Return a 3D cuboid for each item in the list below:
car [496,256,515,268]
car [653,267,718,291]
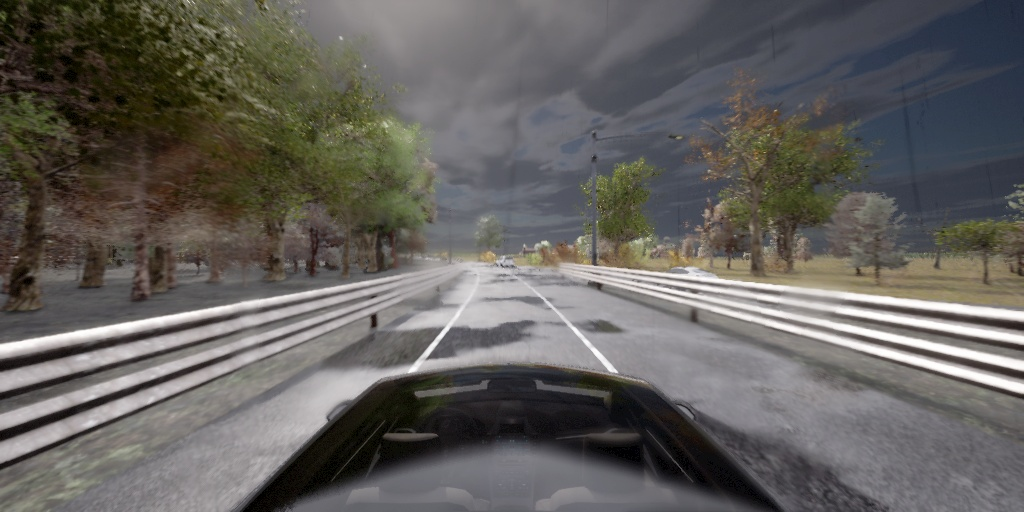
[{"bbox_3d":[-1.260,1.052,63.116,2.150,2.045,5.566,0,0,-18],"label":"car"},{"bbox_3d":[11.298,1.416,23.675,1.812,1.442,4.674,0,0,-18],"label":"car"}]
